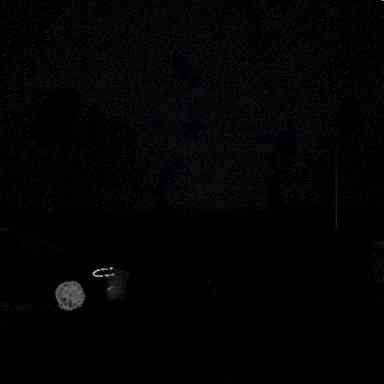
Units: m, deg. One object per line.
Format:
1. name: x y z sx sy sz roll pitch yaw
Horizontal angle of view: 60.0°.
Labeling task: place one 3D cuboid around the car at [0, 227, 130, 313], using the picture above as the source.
1. car: -3.843 1.496 7.061 5.008 1.535 1.882 -1 0 1
